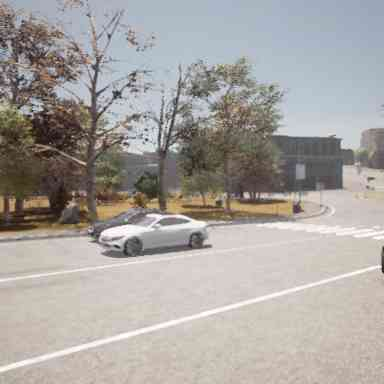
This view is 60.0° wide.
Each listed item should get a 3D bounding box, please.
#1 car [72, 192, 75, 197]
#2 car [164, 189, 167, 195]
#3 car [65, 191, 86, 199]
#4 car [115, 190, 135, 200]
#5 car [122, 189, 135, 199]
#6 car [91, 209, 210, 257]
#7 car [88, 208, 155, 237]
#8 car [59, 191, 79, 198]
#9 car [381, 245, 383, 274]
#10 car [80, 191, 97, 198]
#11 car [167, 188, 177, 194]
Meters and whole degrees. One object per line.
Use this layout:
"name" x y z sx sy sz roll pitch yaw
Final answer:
"car" -26.177 0.558 80.161 2.185 1.767 4.553 -1 2 17
"car" -4.648 0.335 64.311 2.435 2.045 5.566 -2 1 15
"car" -28.571 0.658 81.827 1.946 1.575 5.366 0 2 18
"car" -14.271 0.604 71.285 2.185 1.767 4.553 -1 2 16
"car" -11.881 0.457 69.524 2.435 2.045 5.566 -2 1 16
"car" -1.379 1.614 13.547 4.674 1.442 1.812 0 0 -37
"car" -2.774 1.612 16.872 4.892 1.490 1.837 0 0 -36
"car" -30.857 0.624 83.831 2.097 1.535 5.008 0 2 18
"car" 6.899 1.570 8.910 4.892 1.490 1.837 0 0 -36
"car" -23.797 0.709 78.392 2.097 1.535 5.008 0 2 17
"car" -2.229 0.288 62.533 2.435 2.045 5.566 -1 1 15
